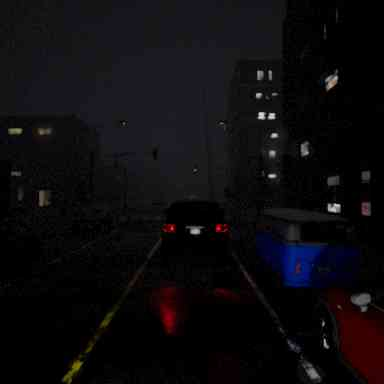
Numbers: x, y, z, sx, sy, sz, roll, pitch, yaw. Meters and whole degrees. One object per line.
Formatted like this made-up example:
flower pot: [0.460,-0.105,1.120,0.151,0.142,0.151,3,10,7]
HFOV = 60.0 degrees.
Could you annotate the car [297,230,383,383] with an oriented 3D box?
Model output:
car: [2.705,1.450,3.261,1.967,1.590,4.097,1,0,0]

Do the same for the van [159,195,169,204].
van: [-5.681,1.532,68.814,1.690,1.788,3.998,1,0,0]

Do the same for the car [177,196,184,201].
car: [-3.012,1.729,89.096,1.837,1.490,4.892,0,0,0]

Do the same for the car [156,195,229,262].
car: [0.099,1.258,12.476,2.150,2.045,5.566,0,0,0]

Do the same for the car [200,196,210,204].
car: [2.696,1.631,68.875,1.967,1.590,4.097,1,0,0]

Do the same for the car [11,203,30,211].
car: [-19.305,1.710,34.741,4.507,1.381,1.887,0,-1,1]

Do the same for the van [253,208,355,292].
van: [2.706,1.366,8.668,1.690,1.788,3.998,1,0,0]

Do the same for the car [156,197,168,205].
car: [-5.685,1.720,63.126,1.887,1.381,4.507,1,0,0]

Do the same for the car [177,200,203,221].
car: [-0.267,1.560,29.210,1.882,1.535,5.008,0,0,-5]

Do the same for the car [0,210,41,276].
car: [-5.675,1.465,8.675,1.967,1.590,4.097,1,0,0]

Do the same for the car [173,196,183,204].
car: [-3.011,1.729,73.485,2.128,1.511,4.902,0,0,0]

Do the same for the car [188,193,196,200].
car: [-0.013,1.323,95.572,2.150,2.045,5.566,0,0,0]

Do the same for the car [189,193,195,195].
car: [-0.011,1.753,85.115,2.128,1.511,4.902,0,0,0]

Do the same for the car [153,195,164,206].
car: [-5.761,1.705,57.444,1.887,1.381,4.507,1,0,0]

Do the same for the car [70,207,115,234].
car: [-5.680,1.606,19.488,2.008,1.369,4.403,1,0,0]
